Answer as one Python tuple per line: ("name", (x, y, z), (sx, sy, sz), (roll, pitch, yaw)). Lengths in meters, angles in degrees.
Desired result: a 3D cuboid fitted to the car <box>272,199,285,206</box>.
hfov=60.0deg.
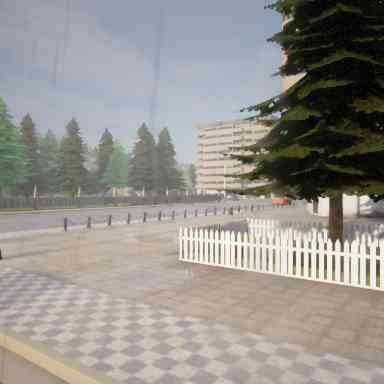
("car", (15.370, 1.352, 56.721), (2.097, 1.767, 4.553), (0, 0, 36))
